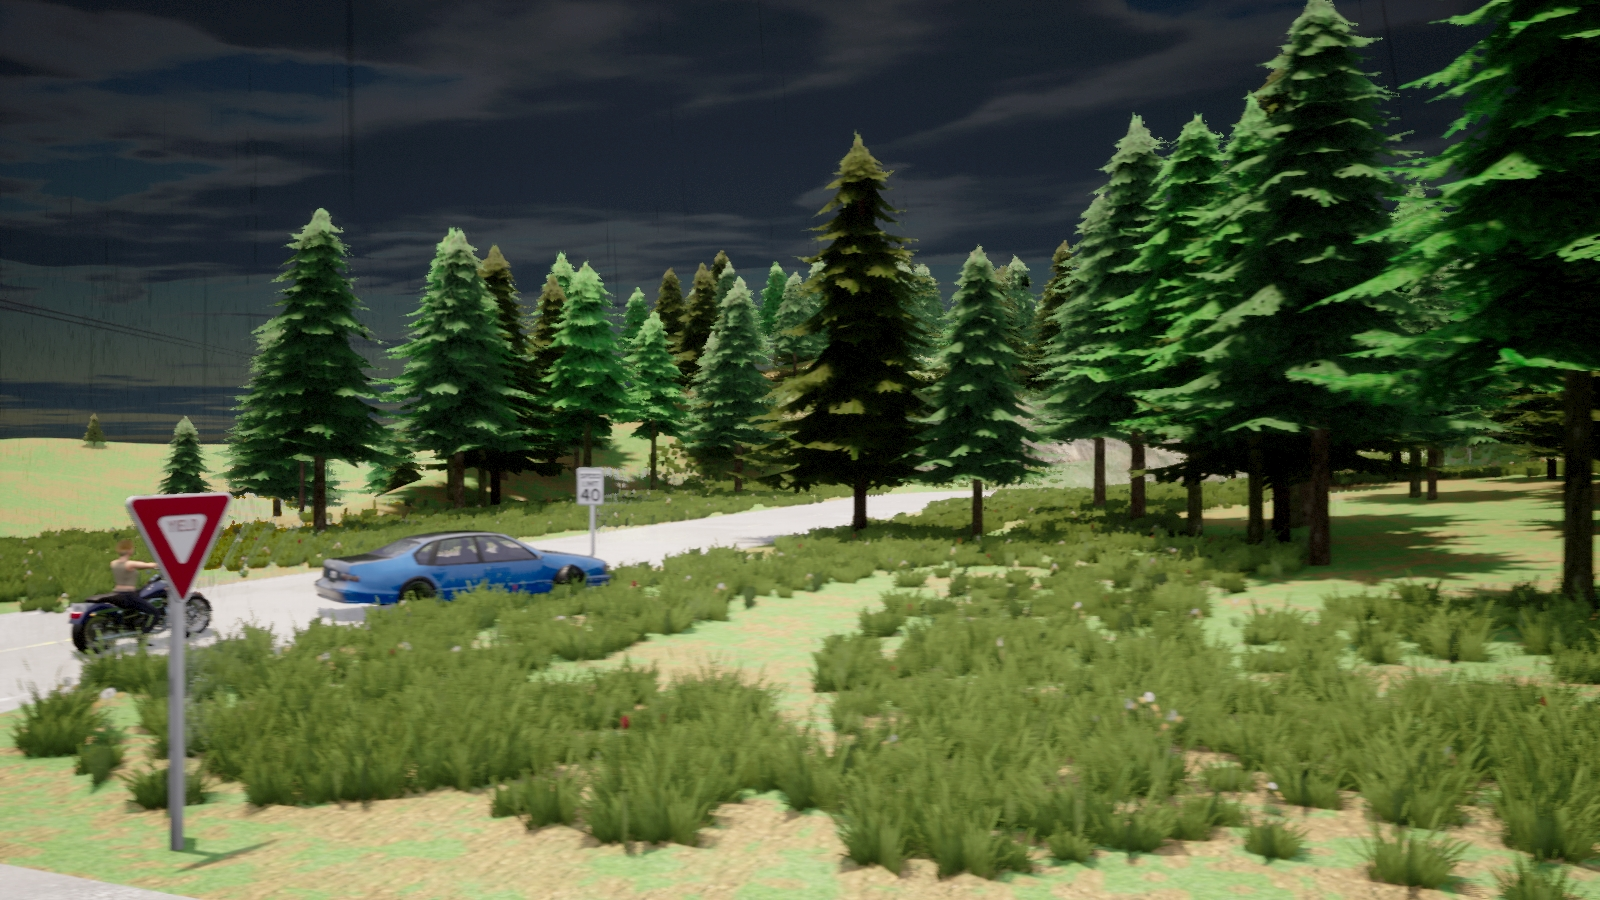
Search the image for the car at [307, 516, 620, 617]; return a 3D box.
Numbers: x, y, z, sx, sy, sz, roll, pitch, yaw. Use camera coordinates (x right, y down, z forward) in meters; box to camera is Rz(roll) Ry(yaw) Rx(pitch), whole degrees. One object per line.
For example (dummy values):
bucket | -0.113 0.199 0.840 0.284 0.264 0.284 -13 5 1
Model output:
car | -6.311 2.107 21.822 5.357 1.411 2.033 0 0 -39
